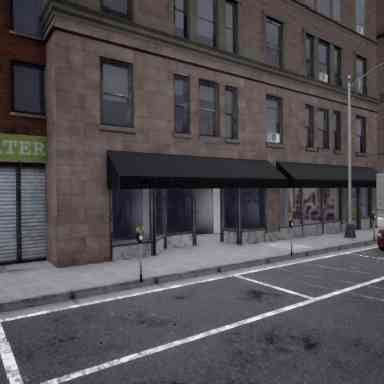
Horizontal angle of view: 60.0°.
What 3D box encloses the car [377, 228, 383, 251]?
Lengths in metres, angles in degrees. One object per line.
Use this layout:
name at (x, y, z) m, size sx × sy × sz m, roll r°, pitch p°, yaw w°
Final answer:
car at (8.926, 1.541, 12.923) m, size 4.507 × 1.381 × 1.887 m, roll 0°, pitch -1°, yaw -36°
